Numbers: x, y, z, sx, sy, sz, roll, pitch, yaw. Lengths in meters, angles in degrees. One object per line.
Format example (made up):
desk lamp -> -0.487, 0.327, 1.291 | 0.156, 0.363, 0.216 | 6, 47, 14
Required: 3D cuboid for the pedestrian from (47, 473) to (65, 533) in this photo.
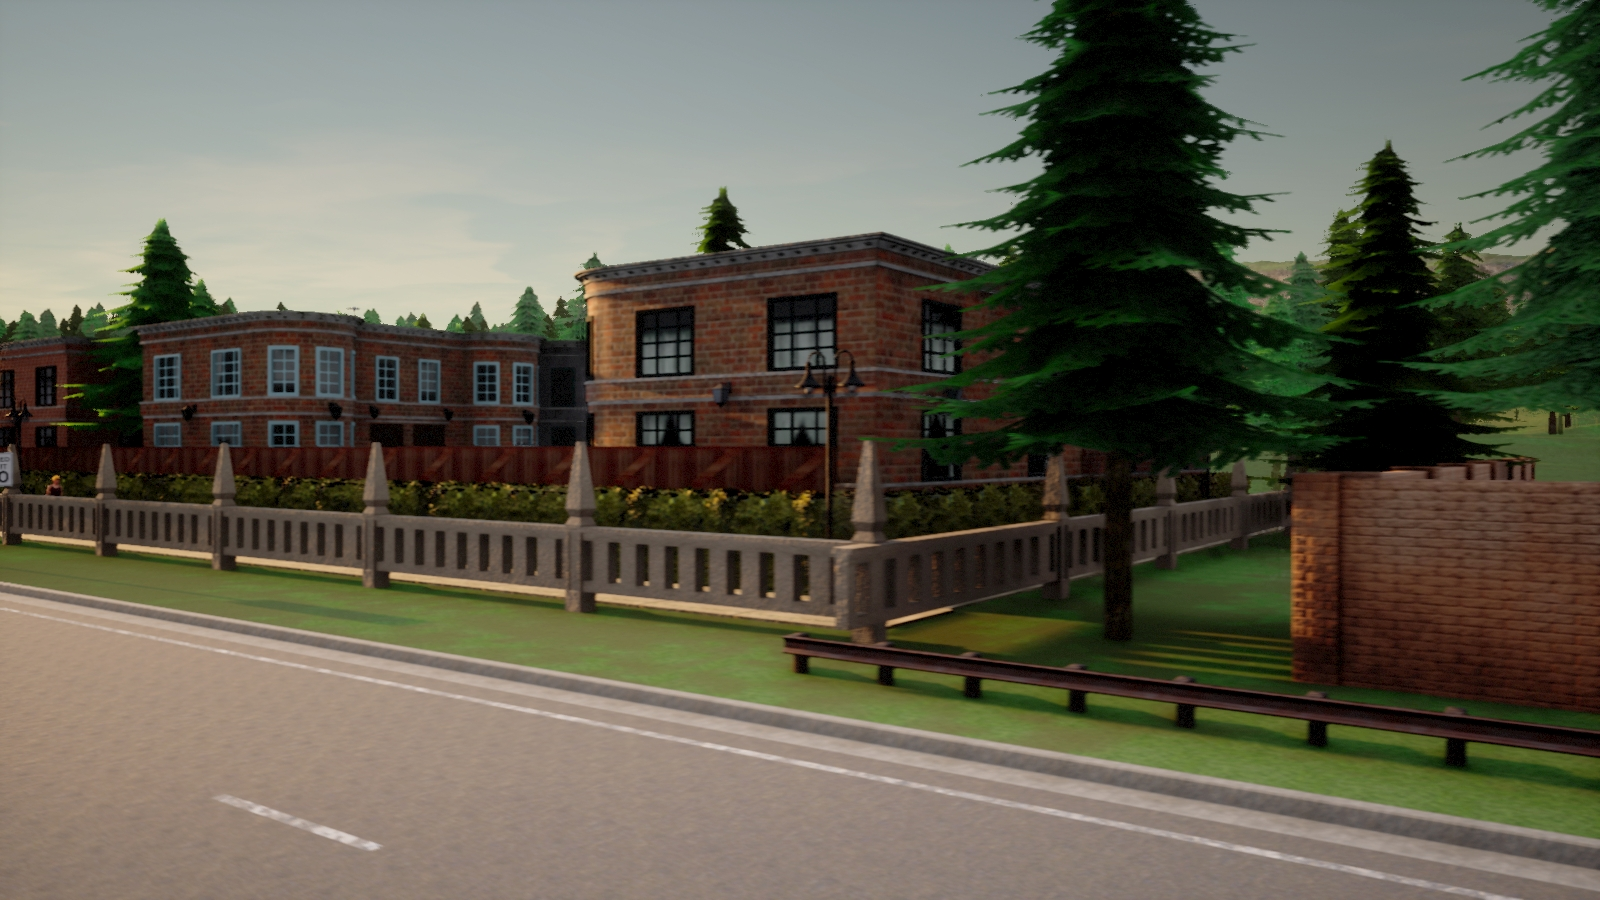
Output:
pedestrian -> -23.415, 1.649, 35.957 | 0.375, 1.860, 0.375 | 0, 0, 35
